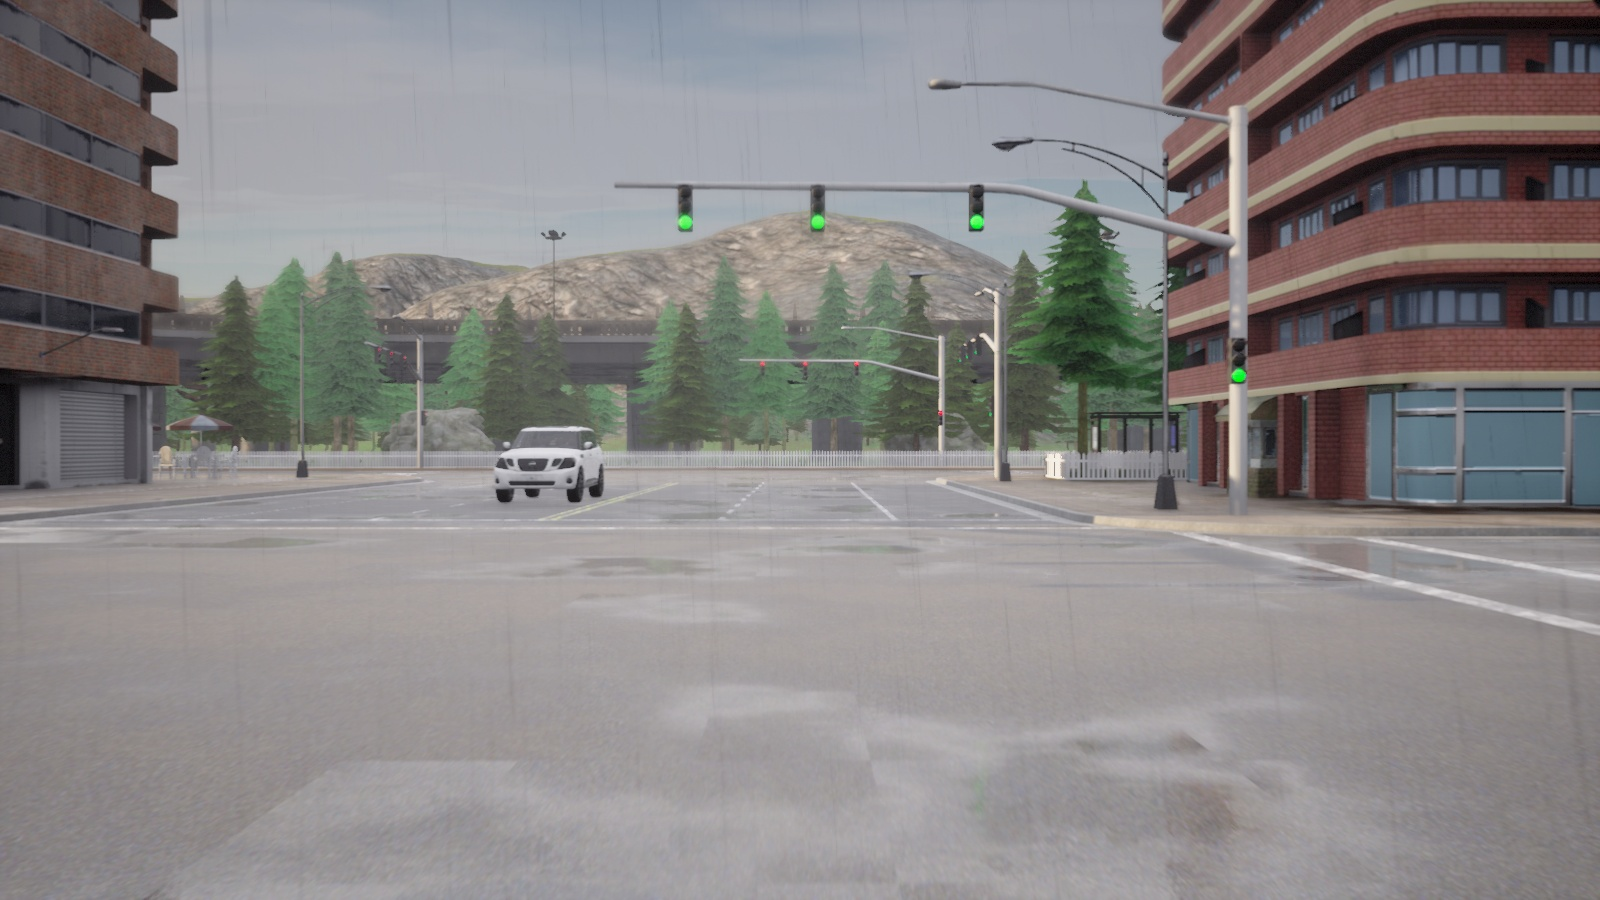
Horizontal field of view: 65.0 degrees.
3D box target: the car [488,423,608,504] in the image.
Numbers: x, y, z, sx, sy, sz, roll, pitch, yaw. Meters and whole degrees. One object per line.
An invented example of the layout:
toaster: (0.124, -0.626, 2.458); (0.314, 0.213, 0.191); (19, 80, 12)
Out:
car: (-6.787, 0.329, 34.521); (2.150, 2.045, 5.566); (0, 0, 0)
